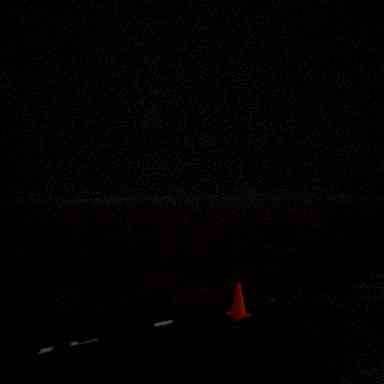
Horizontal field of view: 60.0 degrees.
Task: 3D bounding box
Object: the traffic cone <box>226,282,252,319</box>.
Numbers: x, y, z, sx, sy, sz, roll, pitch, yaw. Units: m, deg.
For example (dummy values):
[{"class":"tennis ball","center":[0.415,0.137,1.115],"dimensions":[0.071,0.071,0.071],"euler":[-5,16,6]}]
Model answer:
[{"class":"traffic cone","center":[0.852,1.941,6.063],"dimensions":[0.340,0.580,0.340],"euler":[0,0,-30]}]
